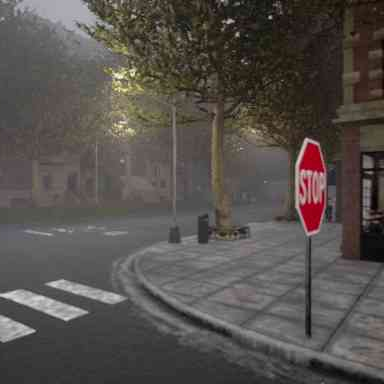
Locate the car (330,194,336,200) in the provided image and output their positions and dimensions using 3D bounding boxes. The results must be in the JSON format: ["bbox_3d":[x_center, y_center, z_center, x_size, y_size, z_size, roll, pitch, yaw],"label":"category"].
[{"bbox_3d":[21.374,1.500,52.713,2.128,1.511,4.902,0,0,37],"label":"car"}]

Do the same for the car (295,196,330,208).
[{"bbox_3d":[12.650,1.235,35.883,2.435,2.045,5.566,0,0,36],"label":"car"}]

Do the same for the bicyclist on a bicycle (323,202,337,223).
[{"bbox_3d":[9.189,1.304,23.059,1.656,1.620,0.582,0,0,36],"label":"bicyclist on a bicycle"}]
